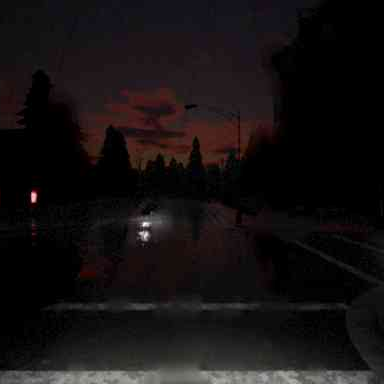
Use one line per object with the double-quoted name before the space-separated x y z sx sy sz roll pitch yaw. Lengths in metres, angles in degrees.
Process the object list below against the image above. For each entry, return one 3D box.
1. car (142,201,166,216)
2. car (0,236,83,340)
"car" -3.565 1.514 31.686 1.895 1.301 4.718 0 0 0
"car" -3.510 1.531 5.698 2.033 1.411 5.357 0 0 0
